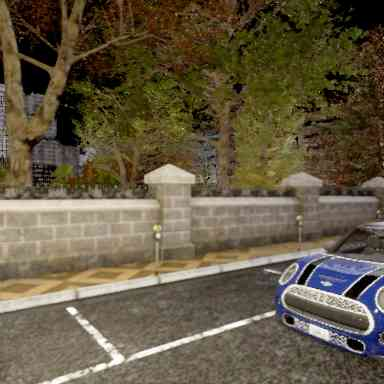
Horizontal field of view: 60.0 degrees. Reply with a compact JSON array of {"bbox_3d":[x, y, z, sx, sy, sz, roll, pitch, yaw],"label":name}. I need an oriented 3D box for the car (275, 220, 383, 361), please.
[{"bbox_3d":[3.589,1.351,5.928,4.553,1.767,2.097,0,0,-35],"label":"car"}]
